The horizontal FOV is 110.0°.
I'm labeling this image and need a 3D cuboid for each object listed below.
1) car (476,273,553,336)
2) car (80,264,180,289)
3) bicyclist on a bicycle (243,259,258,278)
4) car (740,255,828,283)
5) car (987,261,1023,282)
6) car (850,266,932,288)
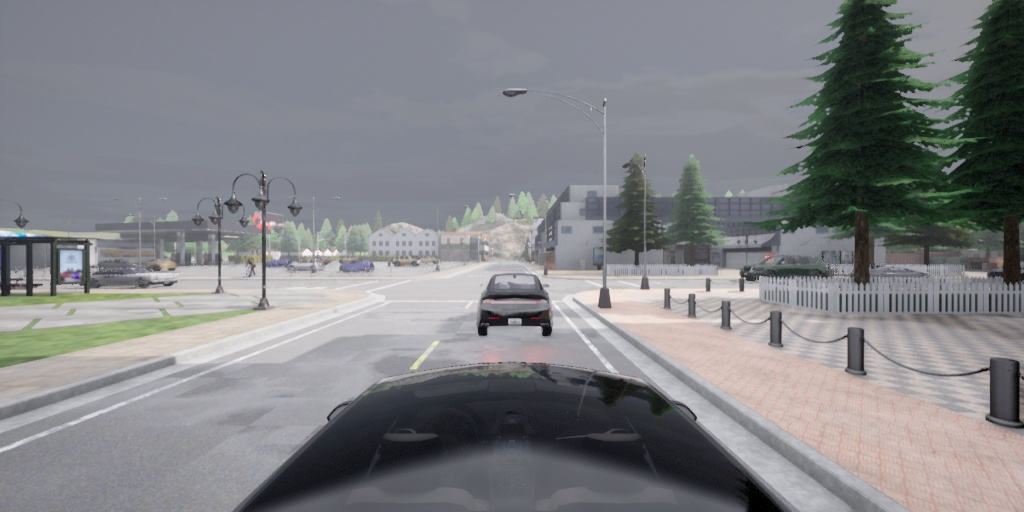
[{"bbox_3d":[0.078,1.238,10.345,2.128,1.511,4.902,0,0,0],"label":"car"},{"bbox_3d":[-23.921,1.358,22.511,4.718,1.301,1.895,0,0,-1],"label":"car"},{"bbox_3d":[-21.885,1.054,30.012,0.582,1.620,1.656,0,0,-1],"label":"bicyclist on a bicycle"},{"bbox_3d":[20.112,0.975,26.630,5.566,2.045,2.150,0,0,-1],"label":"car"},{"bbox_3d":[38.639,1.110,26.713,4.553,1.767,2.097,0,0,-1],"label":"car"},{"bbox_3d":[24.257,1.320,22.973,4.181,1.385,1.994,0,0,-1],"label":"car"}]
